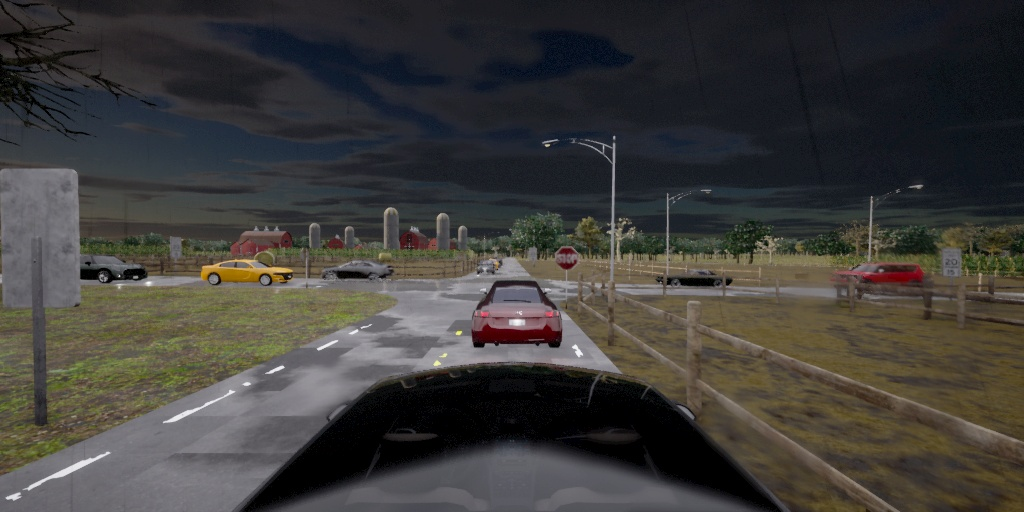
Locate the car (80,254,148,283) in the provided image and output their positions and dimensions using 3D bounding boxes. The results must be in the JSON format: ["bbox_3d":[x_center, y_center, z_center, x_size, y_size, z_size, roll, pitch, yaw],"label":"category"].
[{"bbox_3d":[-25.575,0.702,22.229,4.553,1.767,2.097,1,1,0],"label":"car"}]

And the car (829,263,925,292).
[{"bbox_3d":[25.927,1.503,25.486,5.566,2.045,2.150,1,1,-1],"label":"car"}]

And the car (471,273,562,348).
[{"bbox_3d":[0.098,1.311,9.250,1.994,1.385,4.181,0,0,0],"label":"car"}]

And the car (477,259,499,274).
[{"bbox_3d":[-2.814,1.210,39.880,2.128,1.511,4.902,0,0,-1],"label":"car"}]

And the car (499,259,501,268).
[{"bbox_3d":[-2.847,1.181,49.277,1.882,1.535,5.008,0,0,0],"label":"car"}]

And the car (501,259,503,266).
[{"bbox_3d":[-2.838,1.248,59.328,1.994,1.385,4.181,0,0,0],"label":"car"}]

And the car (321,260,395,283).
[{"bbox_3d":[-10.802,1.041,25.271,4.902,1.511,2.128,1,1,0],"label":"car"}]

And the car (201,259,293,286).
[{"bbox_3d":[-16.329,0.979,22.283,5.008,1.535,1.882,1,1,0],"label":"car"}]

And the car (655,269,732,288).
[{"bbox_3d":[12.748,1.595,25.408,4.718,1.301,1.895,1,1,0],"label":"car"}]
